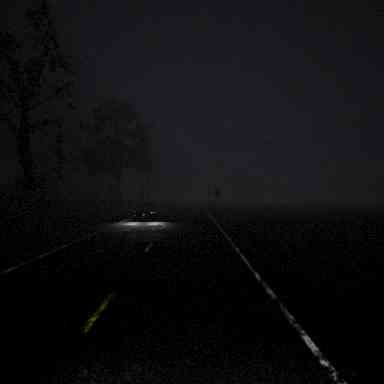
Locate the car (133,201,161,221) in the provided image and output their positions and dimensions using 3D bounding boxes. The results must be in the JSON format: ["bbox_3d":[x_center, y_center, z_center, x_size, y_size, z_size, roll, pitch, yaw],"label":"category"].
[{"bbox_3d":[-3.598,1.492,27.129,1.837,1.490,4.892,0,0,0],"label":"car"}]
